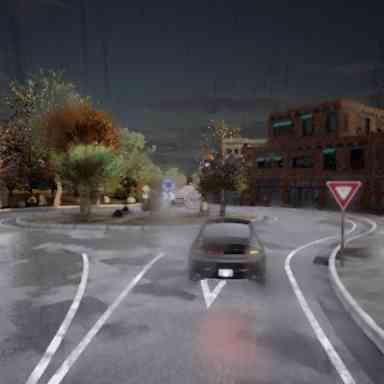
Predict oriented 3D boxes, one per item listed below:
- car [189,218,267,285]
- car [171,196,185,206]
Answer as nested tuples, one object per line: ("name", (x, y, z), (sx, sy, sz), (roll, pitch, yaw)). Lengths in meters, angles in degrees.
("car", (1.061, 1.502, 9.523), (1.837, 1.490, 4.892), (0, 0, 8))
("car", (-2.216, 1.356, 52.469), (2.128, 1.511, 4.902), (0, 0, -8))
